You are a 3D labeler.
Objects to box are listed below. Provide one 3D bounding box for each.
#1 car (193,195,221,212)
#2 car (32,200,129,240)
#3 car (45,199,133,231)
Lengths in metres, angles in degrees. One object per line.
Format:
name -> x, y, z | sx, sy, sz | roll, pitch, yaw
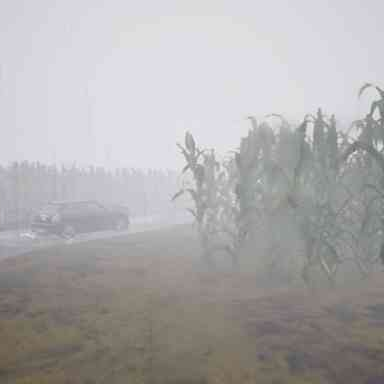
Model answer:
car -> 1.985, 1.082, 31.459 | 1.837, 1.490, 4.892 | 0, 1, 36
car -> -5.282, 1.171, 16.365 | 2.097, 1.767, 4.553 | 0, 1, 36
car -> -6.033, 1.263, 20.198 | 1.882, 1.535, 5.008 | 0, 1, 35
